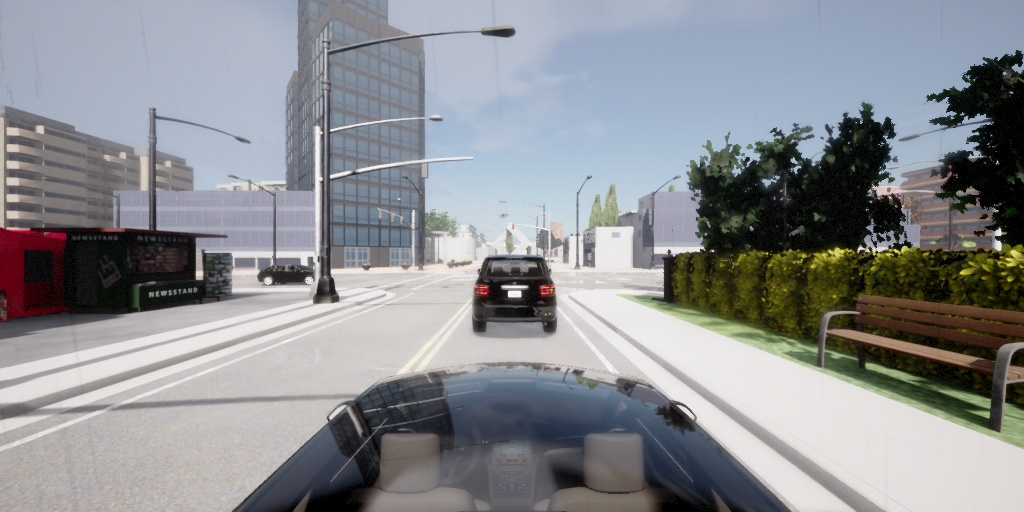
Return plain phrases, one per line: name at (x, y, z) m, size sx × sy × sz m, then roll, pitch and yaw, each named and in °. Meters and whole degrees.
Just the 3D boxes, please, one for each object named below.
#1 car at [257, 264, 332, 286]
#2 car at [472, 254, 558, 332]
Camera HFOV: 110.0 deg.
car at (-15.716, 1.353, 26.066) m, size 4.892 × 1.490 × 1.837 m, roll -1°, pitch 0°, yaw 0°
car at (0.080, 0.971, 10.953) m, size 2.150 × 2.045 × 5.566 m, roll 0°, pitch 0°, yaw 0°
